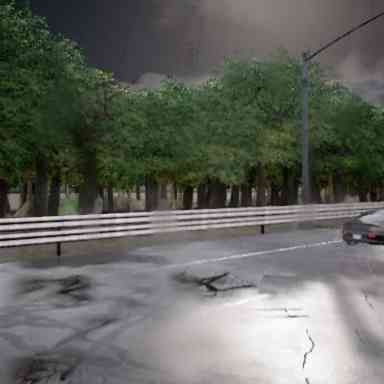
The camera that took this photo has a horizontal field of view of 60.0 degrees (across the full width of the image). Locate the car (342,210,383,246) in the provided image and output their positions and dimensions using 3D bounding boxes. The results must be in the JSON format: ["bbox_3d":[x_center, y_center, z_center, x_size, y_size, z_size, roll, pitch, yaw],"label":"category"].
[{"bbox_3d":[7.905,1.441,13.358,4.674,1.442,1.812,0,0,-34],"label":"car"}]
